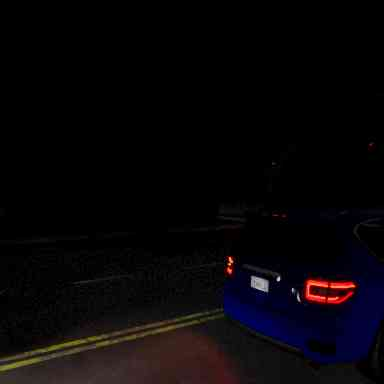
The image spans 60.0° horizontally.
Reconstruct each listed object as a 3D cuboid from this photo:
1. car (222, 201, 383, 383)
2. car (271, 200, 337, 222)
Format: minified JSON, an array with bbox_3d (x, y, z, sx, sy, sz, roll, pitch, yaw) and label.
[{"bbox_3d":[3.083,1.221,5.546,5.566,2.045,2.150,0,0,-33],"label":"car"},{"bbox_3d":[9.027,1.491,27.329,2.128,1.511,4.902,0,0,-31],"label":"car"}]
